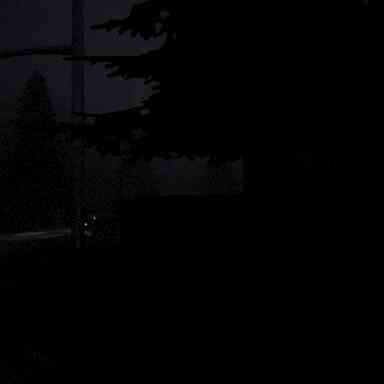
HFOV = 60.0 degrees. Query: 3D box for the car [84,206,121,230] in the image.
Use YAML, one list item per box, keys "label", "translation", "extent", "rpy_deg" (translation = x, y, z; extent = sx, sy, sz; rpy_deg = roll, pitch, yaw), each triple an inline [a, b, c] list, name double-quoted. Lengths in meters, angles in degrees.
- label: "car"
  translation: [-4.971, 1.586, 21.363]
  extent: [1.895, 1.301, 4.718]
  rpy_deg: [0, 0, 36]
